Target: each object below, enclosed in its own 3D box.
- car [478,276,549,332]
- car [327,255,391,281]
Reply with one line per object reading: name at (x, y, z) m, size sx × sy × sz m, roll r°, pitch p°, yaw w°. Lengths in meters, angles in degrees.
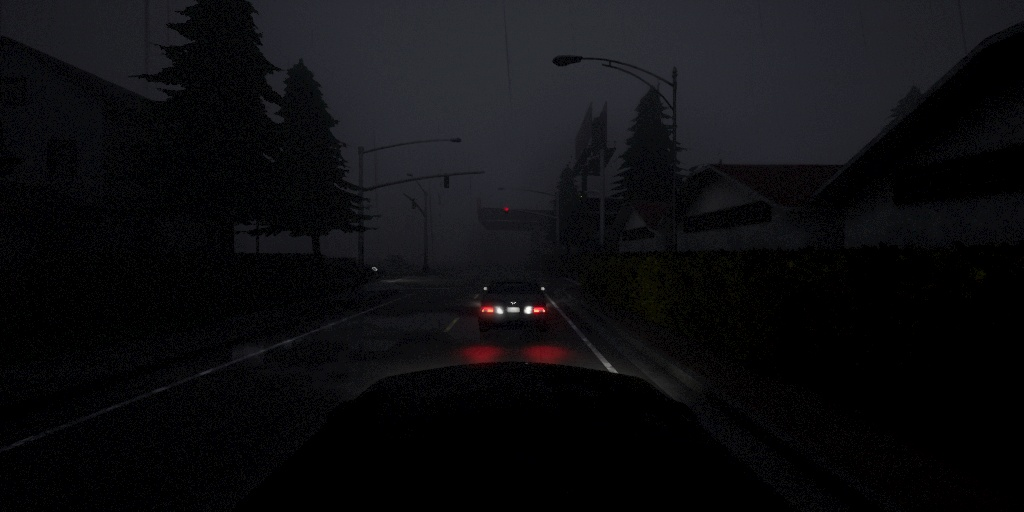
car at (0.058, 1.297, 10.837) m, size 2.033 × 1.411 × 5.357 m, roll 0°, pitch 0°, yaw 1°
car at (-11.669, 0.911, 26.311) m, size 4.553 × 1.767 × 2.097 m, roll 0°, pitch 0°, yaw 0°
